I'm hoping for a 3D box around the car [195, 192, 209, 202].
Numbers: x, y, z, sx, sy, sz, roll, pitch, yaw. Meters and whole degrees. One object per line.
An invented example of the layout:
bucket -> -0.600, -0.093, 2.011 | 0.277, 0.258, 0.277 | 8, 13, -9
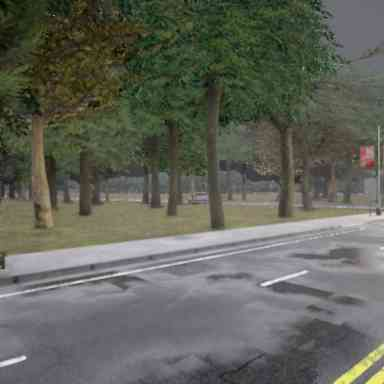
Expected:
car -> 2.337, 1.051, 65.515 | 2.150, 2.045, 5.566 | 0, 0, -40
